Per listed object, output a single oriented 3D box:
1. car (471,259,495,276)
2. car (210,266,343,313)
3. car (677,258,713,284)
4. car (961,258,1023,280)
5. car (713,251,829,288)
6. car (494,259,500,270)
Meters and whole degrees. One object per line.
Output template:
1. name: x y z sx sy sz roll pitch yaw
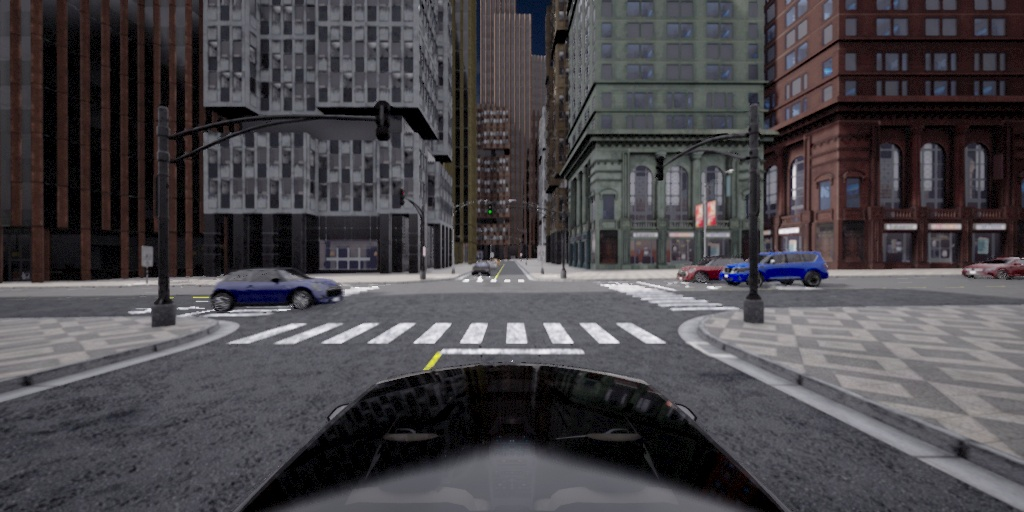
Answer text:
1. car: -3.148 1.352 37.719 2.033 1.411 5.357 0 0 0
2. car: -9.449 1.242 14.664 4.553 1.767 2.097 -2 0 0
3. car: 13.799 0.923 24.523 4.553 1.767 2.097 -1 0 0
4. car: 33.857 0.840 24.519 4.674 1.442 1.812 -1 0 0
5. car: 15.465 0.776 21.272 5.566 2.045 2.150 -1 0 0
6. car: -3.227 1.415 53.270 1.895 1.301 4.718 0 0 0
